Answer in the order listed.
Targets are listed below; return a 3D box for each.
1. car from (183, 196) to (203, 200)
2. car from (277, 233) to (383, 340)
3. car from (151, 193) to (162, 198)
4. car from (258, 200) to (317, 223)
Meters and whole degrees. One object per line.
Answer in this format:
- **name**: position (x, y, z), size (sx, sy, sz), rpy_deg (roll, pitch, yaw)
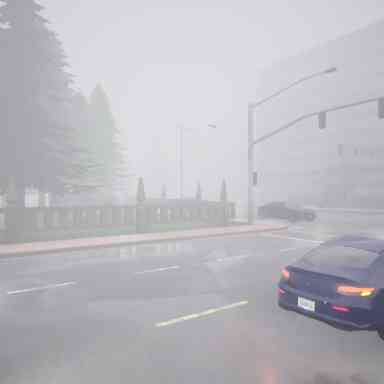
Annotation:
- **car**: position (0.388, 1.295, 36.192), size (2.097, 1.767, 4.553), rpy_deg (0, 0, -29)
- **car**: position (3.609, 1.526, 6.341), size (4.674, 1.442, 1.812), rpy_deg (0, 0, -35)
- **car**: position (-5.950, 1.166, 59.383), size (2.150, 2.045, 5.566), rpy_deg (0, 0, 2)
- **car**: position (7.086, 1.422, 25.063), size (1.882, 1.535, 5.008), rpy_deg (0, 0, -27)
